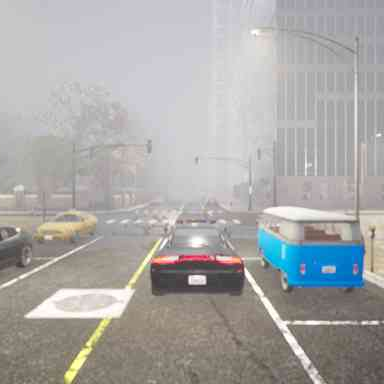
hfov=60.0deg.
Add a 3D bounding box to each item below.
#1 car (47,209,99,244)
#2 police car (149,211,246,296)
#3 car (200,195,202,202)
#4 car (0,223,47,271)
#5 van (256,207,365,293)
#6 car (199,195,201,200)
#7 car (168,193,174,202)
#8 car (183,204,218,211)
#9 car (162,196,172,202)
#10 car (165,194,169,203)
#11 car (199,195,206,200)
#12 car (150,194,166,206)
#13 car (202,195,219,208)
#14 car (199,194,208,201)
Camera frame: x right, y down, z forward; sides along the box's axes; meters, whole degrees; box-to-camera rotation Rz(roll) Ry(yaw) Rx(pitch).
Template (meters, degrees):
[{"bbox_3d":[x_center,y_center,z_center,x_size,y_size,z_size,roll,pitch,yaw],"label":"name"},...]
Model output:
[{"bbox_3d":[-5.797,1.517,15.846,1.752,1.417,4.829,0,0,0],"label":"car"},{"bbox_3d":[0.109,1.500,8.762,2.038,1.542,4.974,0,0,0],"label":"police car"},{"bbox_3d":[2.760,1.535,52.408,1.947,1.339,4.313,0,0,0],"label":"car"},{"bbox_3d":[-5.758,1.562,8.612,1.947,1.339,4.313,0,0,0],"label":"car"},{"bbox_3d":[2.786,1.337,8.602,1.690,1.788,3.998,0,0,0],"label":"van"},{"bbox_3d":[2.789,1.517,75.133,1.947,1.339,4.313,0,0,0],"label":"car"},{"bbox_3d":[-5.598,1.272,69.465,2.192,1.841,5.009,0,0,0],"label":"car"},{"bbox_3d":[0.123,1.554,17.750,1.994,1.385,4.181,0,0,0],"label":"car"},{"bbox_3d":[-5.592,1.533,75.147,1.802,1.307,4.206,0,0,0],"label":"car"},{"bbox_3d":[-5.614,1.517,58.099,2.008,1.369,4.403,0,0,0],"label":"car"},{"bbox_3d":[2.812,1.447,92.350,1.752,1.417,4.829,0,0,0],"label":"car"},{"bbox_3d":[-5.621,1.514,52.416,1.887,1.381,4.507,0,0,0],"label":"car"},{"bbox_3d":[2.753,1.413,46.728,1.967,1.590,4.097,0,0,0],"label":"car"},{"bbox_3d":[2.797,1.383,80.814,1.967,1.590,4.097,0,0,0],"label":"car"}]
